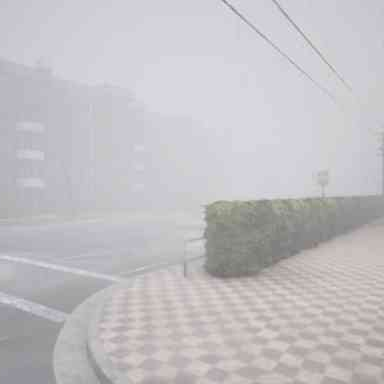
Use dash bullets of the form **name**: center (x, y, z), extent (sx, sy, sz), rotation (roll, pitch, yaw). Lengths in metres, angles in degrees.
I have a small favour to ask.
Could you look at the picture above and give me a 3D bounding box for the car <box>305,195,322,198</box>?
- **car**: center (16.044, 1.436, 42.960), extent (2.150, 2.045, 5.566), rotation (-1, -1, 36)
